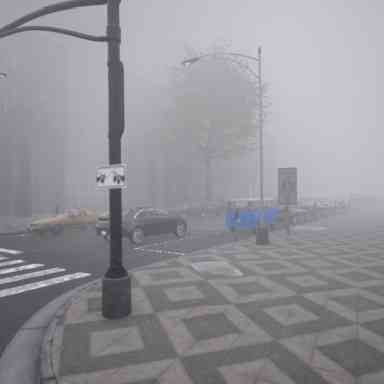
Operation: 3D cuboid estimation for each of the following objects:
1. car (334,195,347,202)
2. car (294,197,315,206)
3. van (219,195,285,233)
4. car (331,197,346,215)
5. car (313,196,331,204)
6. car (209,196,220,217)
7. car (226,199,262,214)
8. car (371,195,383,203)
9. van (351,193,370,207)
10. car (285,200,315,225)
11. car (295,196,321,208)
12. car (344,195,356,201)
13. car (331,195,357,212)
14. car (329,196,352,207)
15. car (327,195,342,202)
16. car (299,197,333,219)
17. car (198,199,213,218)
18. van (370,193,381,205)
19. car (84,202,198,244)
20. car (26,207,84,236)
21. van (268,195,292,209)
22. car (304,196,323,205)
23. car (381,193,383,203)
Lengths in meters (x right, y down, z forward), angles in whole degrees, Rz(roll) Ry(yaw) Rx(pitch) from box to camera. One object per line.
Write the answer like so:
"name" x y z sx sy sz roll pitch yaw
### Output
"car" 33.191 1.415 74.323 1.887 1.381 4.507 -1 -1 36
"car" 18.065 1.491 53.304 1.947 1.339 4.313 -1 0 36
"van" 3.418 1.212 18.363 1.690 1.788 3.998 -1 0 36
"car" 12.907 1.408 31.544 1.802 1.307 4.206 -1 0 36
"car" 24.244 1.452 61.891 2.008 1.369 4.403 -1 -1 36
"car" 2.616 1.307 31.842 2.192 1.841 5.009 -1 0 36
"car" 5.708 1.528 36.133 2.008 1.369 4.403 -1 0 36
"car" 35.040 1.303 62.300 1.947 1.339 4.313 -1 -1 36
"van" 22.389 1.127 44.726 1.690 1.788 3.998 -1 0 36
"car" 6.583 1.422 22.756 1.947 1.339 4.313 -1 0 36
"car" 15.988 1.386 45.694 2.128 1.511 4.902 -1 -1 36
"car" 39.551 1.400 83.161 2.008 1.369 4.403 -1 -1 36
"car" 16.068 1.363 35.937 2.008 1.369 4.403 -1 0 36
"car" 21.830 1.375 48.675 2.033 1.411 5.357 -1 -1 36
"car" 30.011 1.432 69.904 2.008 1.369 4.403 -1 -1 36
"car" 9.744 1.385 27.149 1.887 1.381 4.507 -1 0 36
"car" -0.471 1.551 27.547 1.887 1.381 4.507 -1 0 36
"van" 28.713 1.102 53.514 1.690 1.788 3.998 -1 -1 36
"car" -2.139 1.429 15.371 2.128 1.511 4.902 -1 -1 36
"car" -6.755 1.564 18.825 1.752 1.417 4.829 -1 0 36
"van" 11.884 1.292 44.720 1.690 1.788 3.998 -1 0 36
"car" 21.055 1.439 57.460 1.752 1.417 4.829 -1 0 36
"car" 31.977 1.274 58.044 1.752 1.417 4.829 -1 -1 36
